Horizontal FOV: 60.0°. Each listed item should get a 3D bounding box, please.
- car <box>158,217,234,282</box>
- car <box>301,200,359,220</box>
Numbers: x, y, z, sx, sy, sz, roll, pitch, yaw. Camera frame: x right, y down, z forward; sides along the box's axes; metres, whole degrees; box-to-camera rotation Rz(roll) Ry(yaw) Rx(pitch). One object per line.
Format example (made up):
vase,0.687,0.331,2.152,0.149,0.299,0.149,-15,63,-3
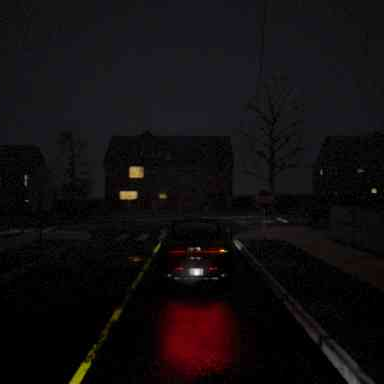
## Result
car,0.095,1.500,9.681,1.837,1.490,4.892,0,0,0
car,10.429,1.278,23.964,4.718,1.301,1.895,-1,1,-1
